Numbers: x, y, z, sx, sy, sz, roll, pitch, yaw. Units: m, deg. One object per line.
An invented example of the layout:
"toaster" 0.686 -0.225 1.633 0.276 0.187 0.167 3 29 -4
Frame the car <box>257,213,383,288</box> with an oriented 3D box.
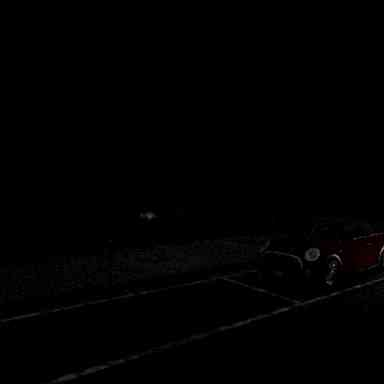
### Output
"car" 3.693 1.440 9.158 4.097 1.590 1.967 0 0 -35
